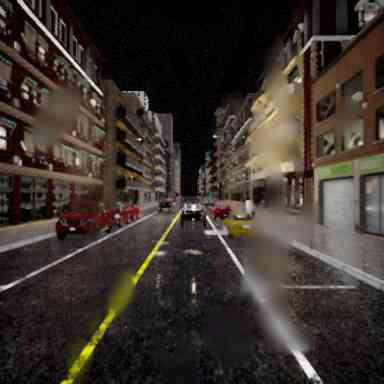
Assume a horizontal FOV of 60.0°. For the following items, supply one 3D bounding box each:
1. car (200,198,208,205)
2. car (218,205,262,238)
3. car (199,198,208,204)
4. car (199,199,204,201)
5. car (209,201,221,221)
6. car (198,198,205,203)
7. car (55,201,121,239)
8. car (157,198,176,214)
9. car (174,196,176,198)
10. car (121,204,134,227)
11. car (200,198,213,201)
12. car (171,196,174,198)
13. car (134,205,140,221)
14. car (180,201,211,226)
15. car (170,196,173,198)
[{"bbox_3d":[2.692,2.109,74.865,1.752,1.417,4.829,0,0,0],"label":"car"},{"bbox_3d":[2.691,1.672,18.505,1.752,1.417,4.829,0,0,0],"label":"car"},{"bbox_3d":[2.691,2.192,80.331,1.947,1.339,4.313,0,0,0],"label":"car"},{"bbox_3d":[0.100,1.890,41.369,1.994,1.385,4.181,0,0,0],"label":"car"},{"bbox_3d":[2.691,1.778,29.607,1.887,1.381,4.507,0,0,0],"label":"car"},{"bbox_3d":[2.691,2.294,91.603,1.802,1.307,4.206,0,0,0],"label":"car"},{"bbox_3d":[-5.688,1.461,18.340,2.192,1.841,5.009,0,0,0],"label":"car"},{"bbox_3d":[-3.000,1.819,39.644,1.837,1.490,4.892,0,-1,0],"label":"car"},{"bbox_3d":[-5.689,2.214,85.971,1.887,1.381,4.507,0,0,0],"label":"car"},{"bbox_3d":[-5.689,1.630,23.975,1.967,1.590,4.097,0,0,0],"label":"car"},{"bbox_3d":[2.691,1.960,52.150,2.008,1.369,4.403,0,0,0],"label":"car"},{"bbox_3d":[-5.690,2.134,74.699,2.008,1.369,4.403,0,0,0],"label":"car"},{"bbox_3d":[-5.689,1.779,29.611,1.887,1.381,4.507,0,0,0],"label":"car"},{"bbox_3d":[0.098,1.688,25.090,2.128,1.511,4.902,0,-1,0],"label":"car"},{"bbox_3d":[-5.689,2.091,69.062,2.008,1.369,4.403,0,0,0],"label":"car"}]
